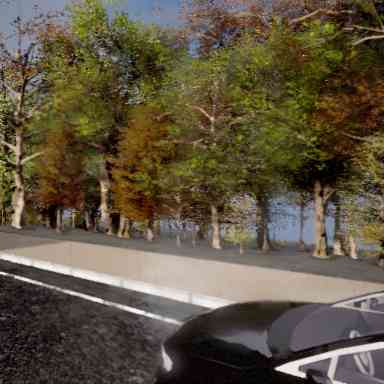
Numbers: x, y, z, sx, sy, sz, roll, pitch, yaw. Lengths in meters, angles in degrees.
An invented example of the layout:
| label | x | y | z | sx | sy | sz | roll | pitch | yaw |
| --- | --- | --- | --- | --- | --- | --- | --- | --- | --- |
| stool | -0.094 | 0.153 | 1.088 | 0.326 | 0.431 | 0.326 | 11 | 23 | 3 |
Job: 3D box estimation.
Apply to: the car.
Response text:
| label | x | y | z | sx | sy | sz | roll | pitch | yaw |
| --- | --- | --- | --- | --- | --- | --- | --- | --- | --- |
| car | 1.886 | 1.491 | 2.343 | 4.902 | 1.511 | 2.128 | 0 | 0 | 36 |
